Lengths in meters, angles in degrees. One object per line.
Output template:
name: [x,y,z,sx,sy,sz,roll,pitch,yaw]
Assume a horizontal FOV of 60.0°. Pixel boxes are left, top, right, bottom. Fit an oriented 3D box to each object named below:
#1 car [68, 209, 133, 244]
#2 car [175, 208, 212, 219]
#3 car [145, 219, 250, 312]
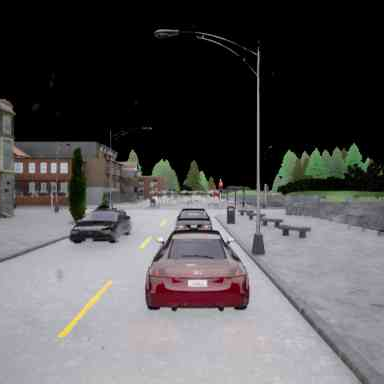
car: [-4.106,1.548,15.954,2.033,1.411,5.357,0,0,0]
car: [0.074,1.547,17.055,2.033,1.411,5.357,0,0,0]
car: [0.091,1.564,7.819,1.994,1.385,4.181,0,0,0]
